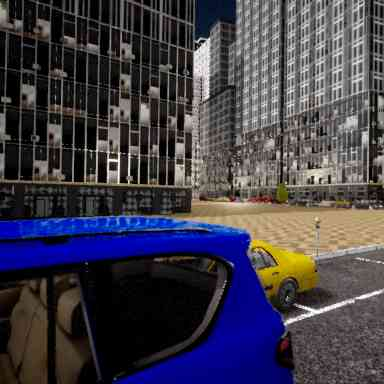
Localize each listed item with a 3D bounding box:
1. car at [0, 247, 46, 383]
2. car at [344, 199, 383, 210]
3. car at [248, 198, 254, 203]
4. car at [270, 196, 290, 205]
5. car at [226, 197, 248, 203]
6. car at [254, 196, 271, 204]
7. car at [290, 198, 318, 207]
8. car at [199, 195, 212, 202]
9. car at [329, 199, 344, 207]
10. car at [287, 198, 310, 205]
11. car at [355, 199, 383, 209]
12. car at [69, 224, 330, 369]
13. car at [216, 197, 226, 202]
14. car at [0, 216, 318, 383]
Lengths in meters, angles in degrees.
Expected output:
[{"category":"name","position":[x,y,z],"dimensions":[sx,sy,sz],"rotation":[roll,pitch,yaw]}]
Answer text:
[{"category":"car","position":[-3.964,1.565,3.258],"dimensions":[4.313,1.339,1.947],"rotation":[0,1,-36]},{"category":"car","position":[22.584,1.655,43.179],"dimensions":[2.008,1.369,4.403],"rotation":[1,-1,-22]},{"category":"car","position":[15.117,2.054,82.431],"dimensions":[1.802,1.307,4.206],"rotation":[1,-1,-22]},{"category":"car","position":[16.263,1.638,58.719],"dimensions":[1.967,1.590,4.097],"rotation":[1,-1,-22]},{"category":"car","position":[9.939,1.732,74.258],"dimensions":[1.967,1.590,4.097],"rotation":[1,-1,-22]},{"category":"car","position":[17.230,1.756,77.252],"dimensions":[2.192,1.841,5.009],"rotation":[1,-1,-22]},{"category":"car","position":[18.369,1.717,53.538],"dimensions":[2.008,1.369,4.403],"rotation":[1,-1,-22]},{"category":"car","position":[3.618,1.701,89.797],"dimensions":[2.192,1.841,5.009],"rotation":[1,-1,-22]},{"category":"car","position":[25.597,1.842,56.679],"dimensions":[1.752,1.417,4.829],"rotation":[1,-1,-22]},{"category":"car","position":[21.444,1.929,66.885],"dimensions":[2.008,1.369,4.403],"rotation":[1,-1,-22]},{"category":"car","position":[27.770,1.835,51.340],"dimensions":[2.008,1.369,4.403],"rotation":[1,-1,-22]},{"category":"car","position":[0.401,1.528,6.315],"dimensions":[4.829,1.417,1.752],"rotation":[0,1,-35]},{"category":"car","position":[7.895,1.848,79.279],"dimensions":[1.752,1.417,4.829],"rotation":[1,-1,-22]},{"category":"car","position":[-1.855,1.221,1.547],"dimensions":[5.566,2.045,2.150],"rotation":[0,0,-35]}]
